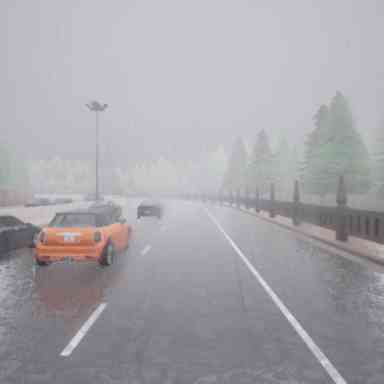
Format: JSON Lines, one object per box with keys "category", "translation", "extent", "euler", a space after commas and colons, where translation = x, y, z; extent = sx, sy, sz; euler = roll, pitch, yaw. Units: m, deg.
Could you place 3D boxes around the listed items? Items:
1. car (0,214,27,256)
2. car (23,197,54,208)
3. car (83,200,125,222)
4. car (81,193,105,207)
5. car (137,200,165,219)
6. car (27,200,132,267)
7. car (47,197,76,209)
{"category": "car", "translation": [-6.932, 1.481, 11.448], "extent": [1.837, 1.490, 4.892], "euler": [0, 0, 0]}
{"category": "car", "translation": [-21.270, 1.452, 46.312], "extent": [2.033, 1.411, 5.357], "euler": [0, 0, -3]}
{"category": "car", "translation": [-6.930, 1.437, 26.787], "extent": [2.128, 1.511, 4.902], "euler": [0, 0, 0]}
{"category": "car", "translation": [-14.425, 1.125, 48.659], "extent": [2.150, 2.045, 5.566], "euler": [0, 0, -4]}
{"category": "car", "translation": [-3.423, 1.420, 28.323], "extent": [1.882, 1.535, 5.008], "euler": [0, 0, 0]}
{"category": "car", "translation": [-3.434, 1.327, 11.461], "extent": [2.097, 1.767, 4.553], "euler": [0, 0, 0]}
{"category": "car", "translation": [-17.715, 1.454, 45.381], "extent": [2.033, 1.411, 5.357], "euler": [0, 0, -2]}
